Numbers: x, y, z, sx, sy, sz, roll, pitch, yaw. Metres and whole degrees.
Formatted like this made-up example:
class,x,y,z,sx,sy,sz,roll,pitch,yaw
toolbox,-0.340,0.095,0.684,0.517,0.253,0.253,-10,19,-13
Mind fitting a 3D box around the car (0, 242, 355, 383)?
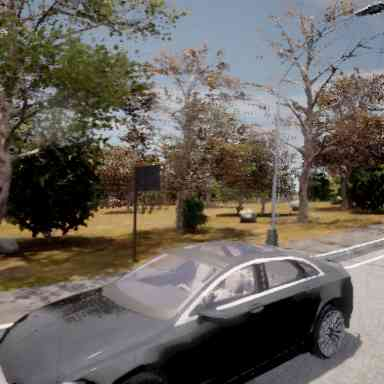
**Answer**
class,x,y,z,sx,sy,sz,roll,pitch,yaw
car,0.215,1.488,4.320,4.902,1.511,2.128,0,0,-37
